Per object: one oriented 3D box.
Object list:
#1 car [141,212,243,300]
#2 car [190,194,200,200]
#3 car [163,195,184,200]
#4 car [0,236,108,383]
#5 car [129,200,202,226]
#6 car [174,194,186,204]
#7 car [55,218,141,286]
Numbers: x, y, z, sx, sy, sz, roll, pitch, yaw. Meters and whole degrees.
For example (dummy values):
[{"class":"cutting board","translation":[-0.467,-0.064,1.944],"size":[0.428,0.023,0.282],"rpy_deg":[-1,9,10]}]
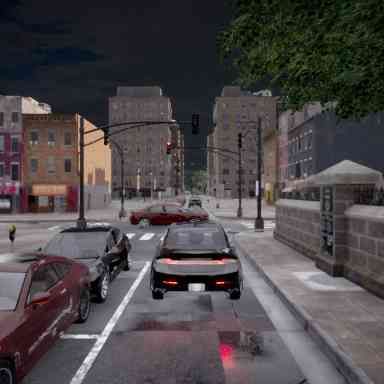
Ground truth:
[{"class":"car","translation":[0.093,1.492,8.379],"size":[2.128,1.511,4.902],"rpy_deg":[0,0,0]},{"class":"car","translation":[0.444,1.496,49.330],"size":[1.837,1.490,4.892],"rpy_deg":[0,0,0]},{"class":"car","translation":[-2.287,1.346,34.776],"size":[2.097,1.767,4.553],"rpy_deg":[0,0,1]},{"class":"car","translation":[-2.632,1.582,4.538],"size":[1.802,1.307,4.206],"rpy_deg":[0,0,0]},{"class":"car","translation":[-1.430,1.487,21.140],"size":[5.008,1.535,1.882],"rpy_deg":[-1,0,0]},{"class":"car","translation":[-2.212,1.340,63.825],"size":[2.097,1.767,4.553],"rpy_deg":[0,0,0]},{"class":"car","translation":[-2.629,1.566,8.200],"size":[1.947,1.339,4.313],"rpy_deg":[0,0,0]}]
